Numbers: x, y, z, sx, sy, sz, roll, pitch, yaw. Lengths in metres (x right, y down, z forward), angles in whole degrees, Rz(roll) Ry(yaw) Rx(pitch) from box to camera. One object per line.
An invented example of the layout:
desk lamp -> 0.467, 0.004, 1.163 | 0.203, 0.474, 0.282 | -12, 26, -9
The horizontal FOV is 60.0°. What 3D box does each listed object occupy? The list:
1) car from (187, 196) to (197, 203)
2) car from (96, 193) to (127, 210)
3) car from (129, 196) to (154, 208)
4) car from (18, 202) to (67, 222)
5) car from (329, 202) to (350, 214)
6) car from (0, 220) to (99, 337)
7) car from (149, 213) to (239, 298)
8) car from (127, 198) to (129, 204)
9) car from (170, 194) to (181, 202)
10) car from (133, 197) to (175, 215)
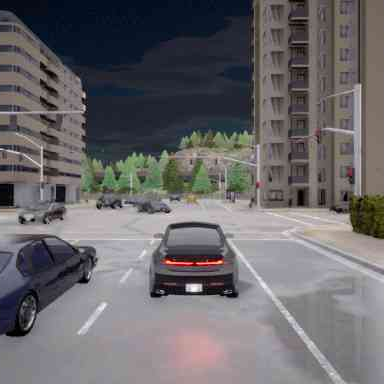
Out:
car -> -0.037, 1.477, 70.059 | 1.882, 1.535, 5.008 | 0, 0, 0
car -> -10.829, 1.222, 44.101 | 2.150, 2.045, 5.566 | 0, 0, 4
car -> -7.177, 1.352, 47.471 | 2.097, 1.767, 4.553 | 0, 0, 0
car -> -10.641, 1.491, 24.043 | 2.128, 1.511, 4.902 | 0, 0, 0
car -> 17.286, 1.547, 34.639 | 5.357, 1.411, 2.033 | 0, 0, 0
car -> -3.461, 1.547, 6.576 | 2.033, 1.411, 5.357 | 0, 0, 0
car -> 0.049, 1.505, 8.505 | 1.837, 1.490, 4.892 | 0, 0, 0
car -> -10.676, 1.564, 59.184 | 1.994, 1.385, 4.181 | 0, 0, 0
car -> -3.625, 1.194, 72.963 | 2.097, 1.767, 4.553 | 0, 0, 0
car -> -3.930, 1.564, 34.140 | 1.994, 1.385, 4.181 | 0, 0, -36
